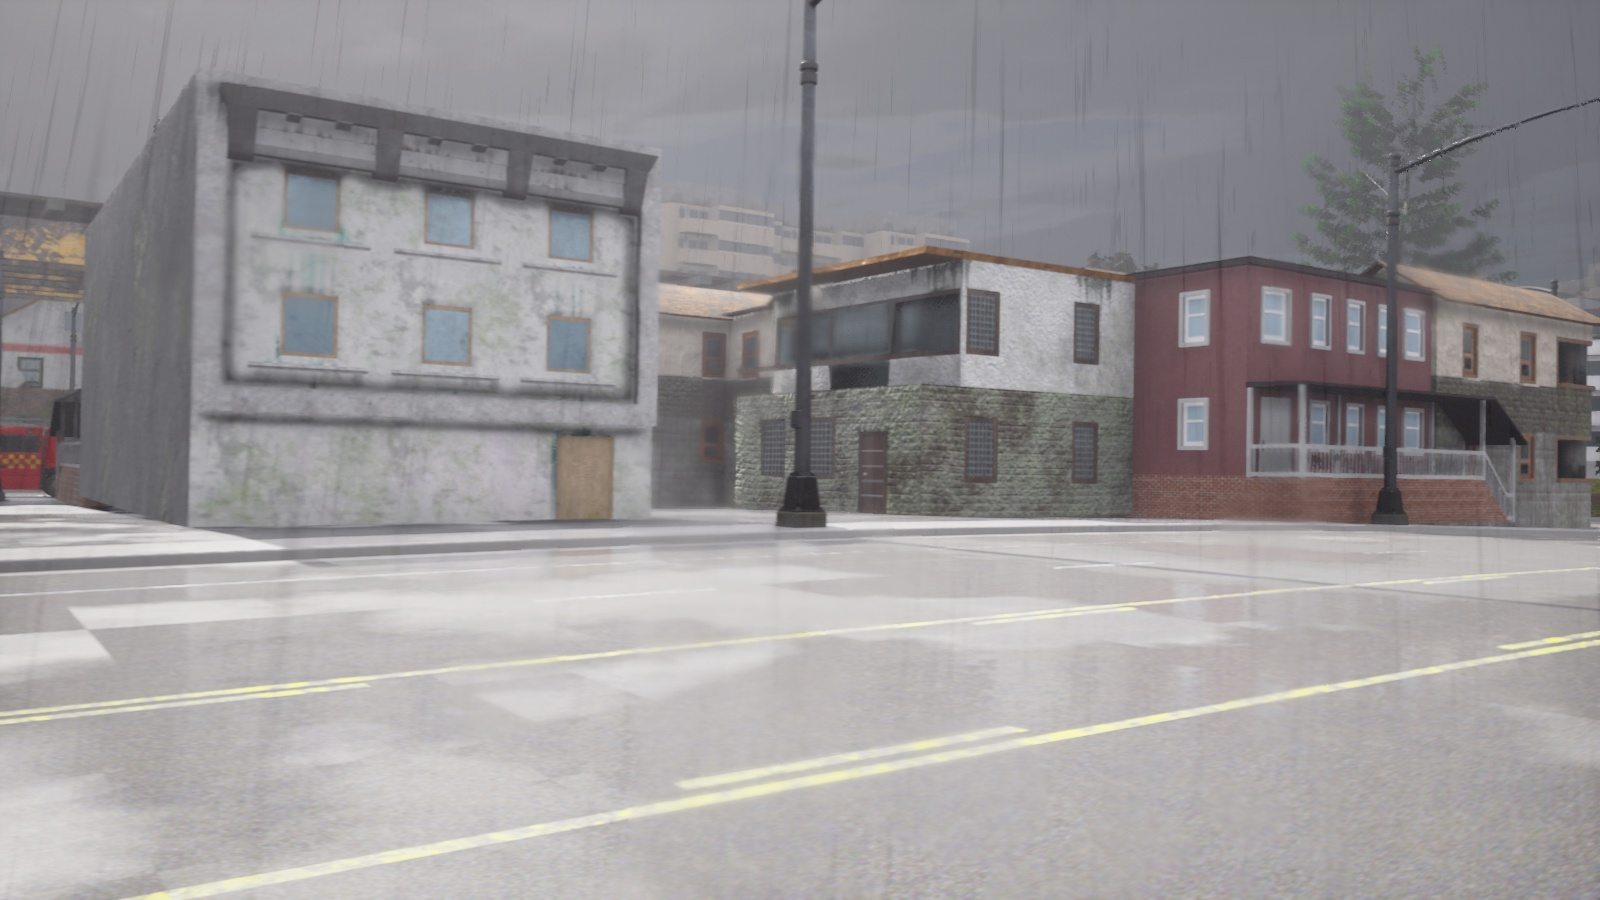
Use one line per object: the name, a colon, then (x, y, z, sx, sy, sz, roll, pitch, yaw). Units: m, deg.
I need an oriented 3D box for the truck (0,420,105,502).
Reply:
truck: (-38.138, 0.498, 59.853, 8.468, 3.827, 2.891, 1, -1, -35)
